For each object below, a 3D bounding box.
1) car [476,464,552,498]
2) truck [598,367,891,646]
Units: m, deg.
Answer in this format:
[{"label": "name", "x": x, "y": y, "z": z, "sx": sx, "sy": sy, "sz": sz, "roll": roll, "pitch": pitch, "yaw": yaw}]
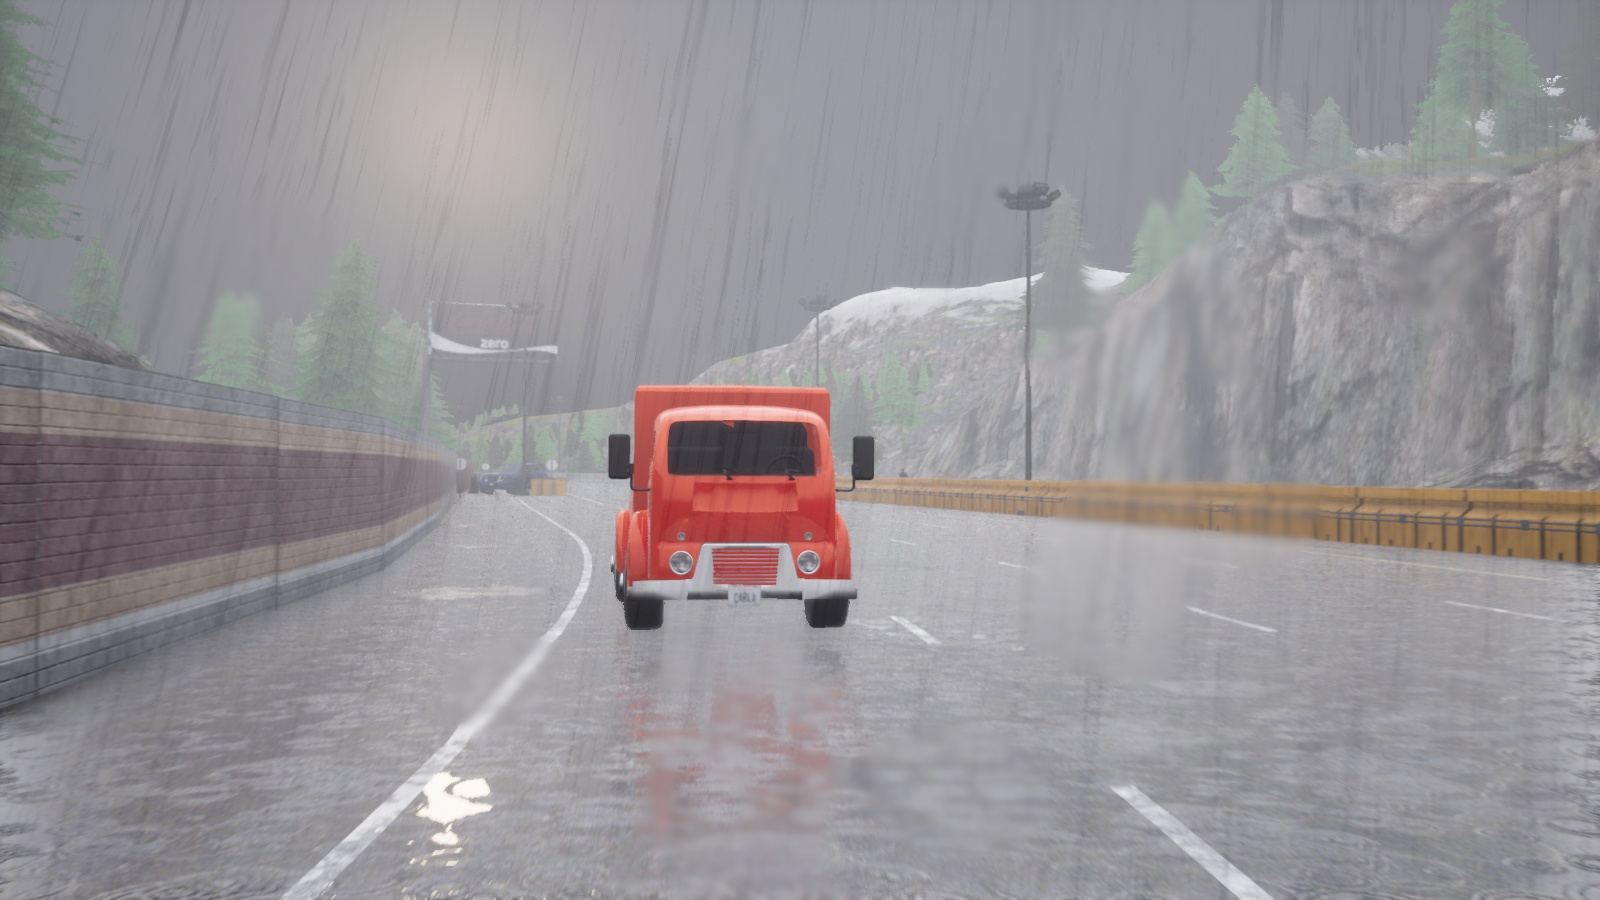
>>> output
[{"label": "car", "x": -18.150, "y": 1.952, "z": 79.992, "sx": 2.150, "sy": 2.045, "sz": 5.566, "roll": 0, "pitch": -1, "yaw": 19}, {"label": "truck", "x": -0.795, "y": 0.573, "z": 13.873, "sx": 2.627, "sy": 2.467, "sz": 5.204, "roll": 0, "pitch": -2, "yaw": -7}]
